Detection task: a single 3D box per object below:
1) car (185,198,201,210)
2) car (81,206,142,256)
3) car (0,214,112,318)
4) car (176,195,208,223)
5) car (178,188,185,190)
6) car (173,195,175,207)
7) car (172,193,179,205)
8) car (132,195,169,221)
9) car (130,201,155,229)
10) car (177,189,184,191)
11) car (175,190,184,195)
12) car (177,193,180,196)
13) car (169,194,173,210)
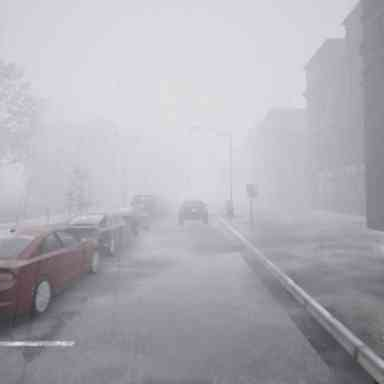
[{"bbox_3d":[0.096,1.555,42.926,1.994,1.385,4.181,0,0,0],"label":"car"},{"bbox_3d":[-3.653,1.525,13.223,2.231,1.521,4.892,0,-1,2],"label":"car"},{"bbox_3d":[-3.652,1.521,7.667,2.097,1.535,5.008,0,0,2],"label":"car"},{"bbox_3d":[0.098,1.362,25.866,2.097,1.767,4.553,0,0,0],"label":"car"},{"bbox_3d":[-3.643,0.528,88.368,2.231,1.521,4.892,1,3,2],"label":"car"},{"bbox_3d":[-3.666,1.535,40.976,2.163,1.488,4.792,-1,0,2],"label":"car"},{"bbox_3d":[-3.649,1.450,52.223,1.946,1.575,5.366,0,1,2],"label":"car"},{"bbox_3d":[-3.653,1.236,27.717,2.435,2.045,5.566,0,0,2],"label":"car"},{"bbox_3d":[-3.653,1.509,18.764,2.097,1.535,5.008,0,0,2],"label":"car"},{"bbox_3d":[-3.639,0.784,82.634,1.946,1.575,5.366,1,3,2],"label":"car"},{"bbox_3d":[-3.635,1.064,71.616,2.185,1.767,4.553,2,2,2],"label":"car"},{"bbox_3d":[-3.657,1.467,58.360,2.002,1.452,4.674,0,0,2],"label":"car"},{"bbox_3d":[-3.656,1.362,35.371,2.185,1.767,4.553,0,0,2],"label":"car"}]
